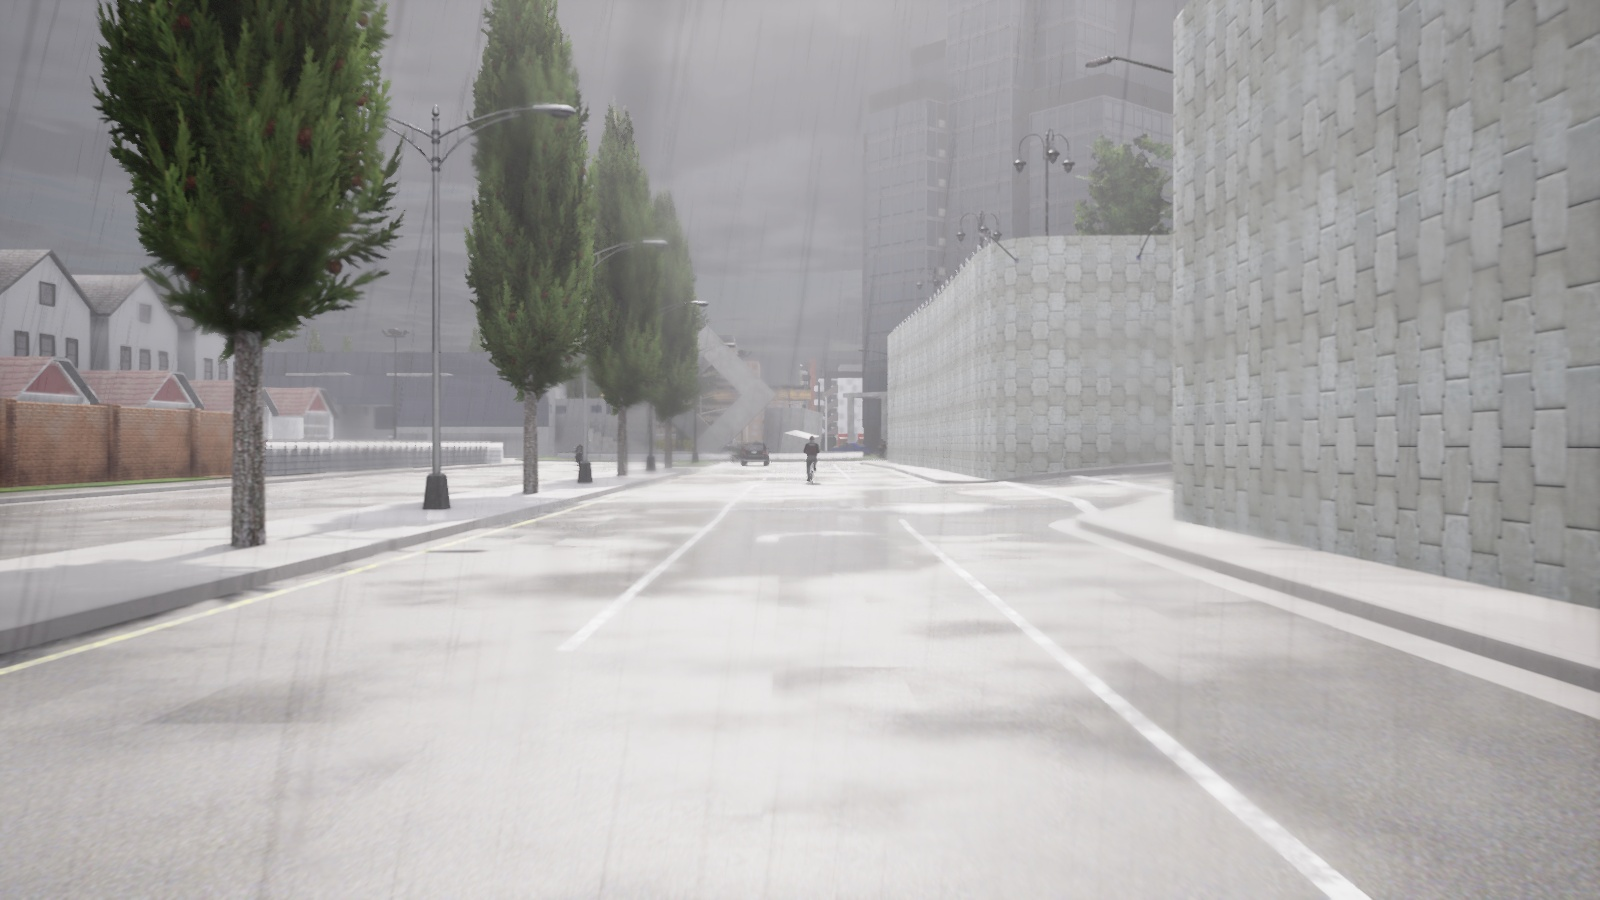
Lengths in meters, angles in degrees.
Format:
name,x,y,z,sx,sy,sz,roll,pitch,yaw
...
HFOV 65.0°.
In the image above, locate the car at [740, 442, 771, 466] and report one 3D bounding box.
name,x,y,z,sx,sy,sz,roll,pitch,yaw
car,-2.927,0.250,83.168,1.789,1.549,3.705,0,0,1
